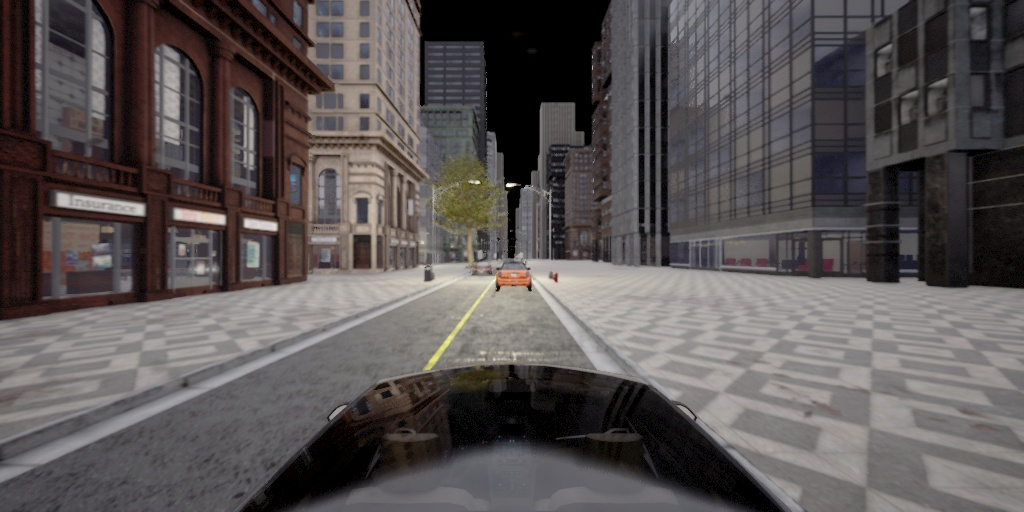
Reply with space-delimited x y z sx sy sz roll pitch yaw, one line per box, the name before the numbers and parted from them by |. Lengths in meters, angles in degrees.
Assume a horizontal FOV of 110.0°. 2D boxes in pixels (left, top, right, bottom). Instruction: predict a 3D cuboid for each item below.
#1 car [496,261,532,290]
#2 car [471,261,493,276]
car | 0.102 1.111 22.437 2.097 1.767 4.553 0 0 0
car | -3.000 1.296 37.363 1.812 1.442 4.674 0 0 0
